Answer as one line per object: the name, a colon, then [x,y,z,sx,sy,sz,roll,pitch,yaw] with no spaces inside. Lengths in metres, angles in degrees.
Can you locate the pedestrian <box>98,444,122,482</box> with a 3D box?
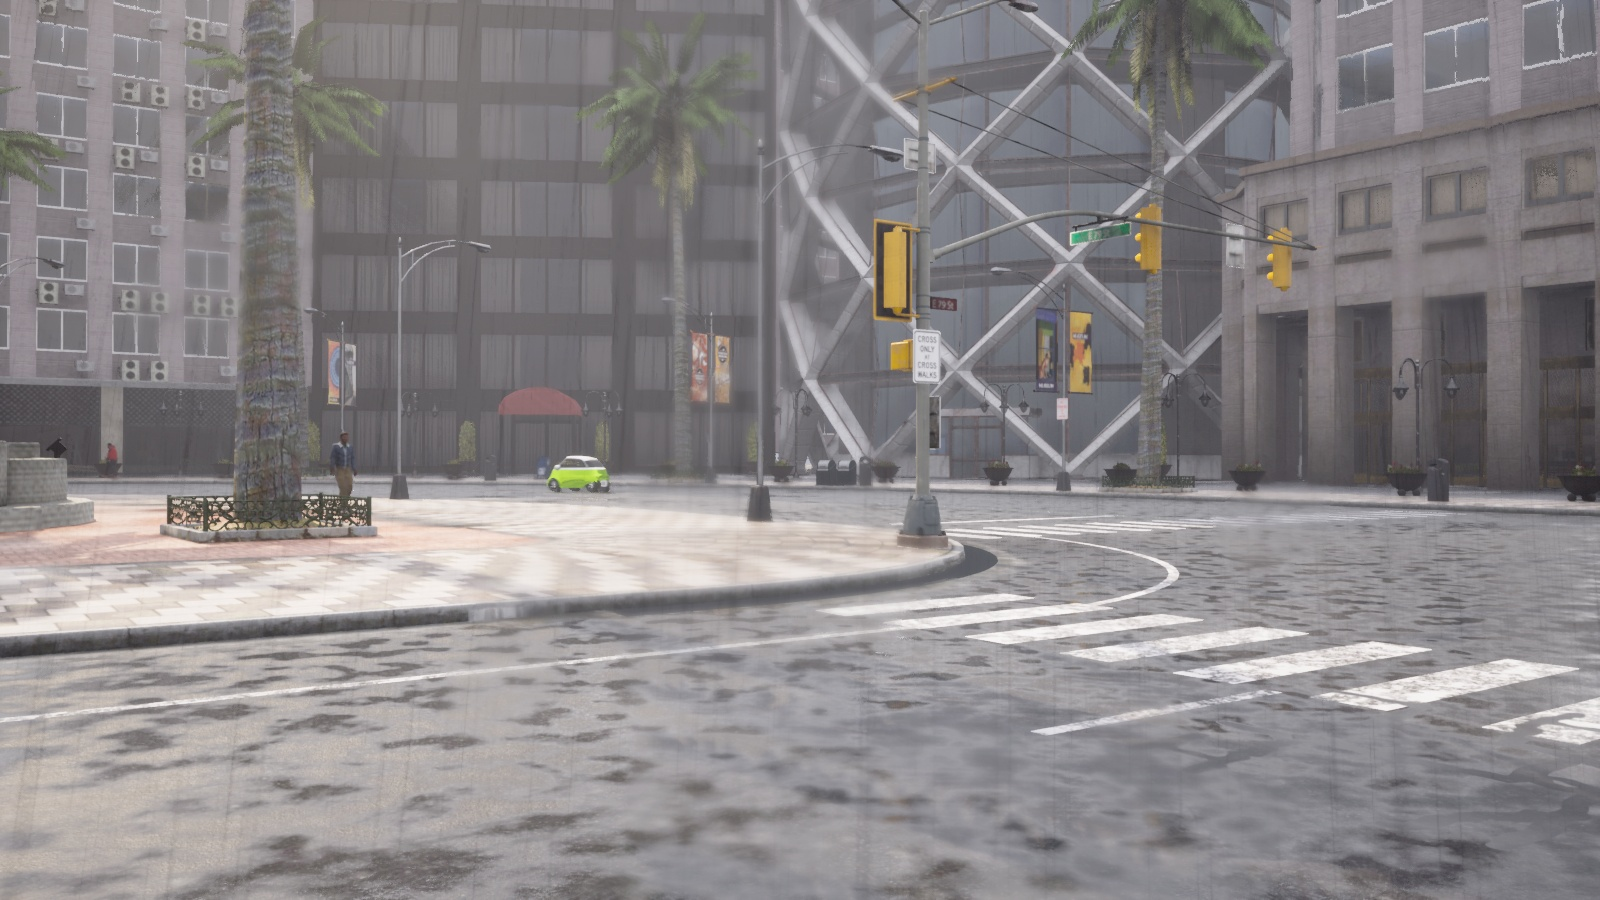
pedestrian: [-33.988,0.625,61.838,0.899,1.844,0.634,0,0,-11]

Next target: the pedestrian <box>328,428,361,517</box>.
pedestrian: [-10.169,0.492,28.043,0.423,1.949,0.788,0,0,-43]

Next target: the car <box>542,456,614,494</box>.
car: [-8.335,0.933,47.175,2.207,1.376,1.481,0,0,26]
